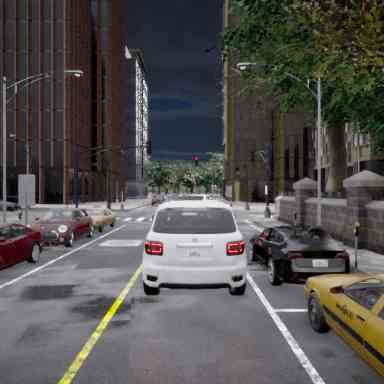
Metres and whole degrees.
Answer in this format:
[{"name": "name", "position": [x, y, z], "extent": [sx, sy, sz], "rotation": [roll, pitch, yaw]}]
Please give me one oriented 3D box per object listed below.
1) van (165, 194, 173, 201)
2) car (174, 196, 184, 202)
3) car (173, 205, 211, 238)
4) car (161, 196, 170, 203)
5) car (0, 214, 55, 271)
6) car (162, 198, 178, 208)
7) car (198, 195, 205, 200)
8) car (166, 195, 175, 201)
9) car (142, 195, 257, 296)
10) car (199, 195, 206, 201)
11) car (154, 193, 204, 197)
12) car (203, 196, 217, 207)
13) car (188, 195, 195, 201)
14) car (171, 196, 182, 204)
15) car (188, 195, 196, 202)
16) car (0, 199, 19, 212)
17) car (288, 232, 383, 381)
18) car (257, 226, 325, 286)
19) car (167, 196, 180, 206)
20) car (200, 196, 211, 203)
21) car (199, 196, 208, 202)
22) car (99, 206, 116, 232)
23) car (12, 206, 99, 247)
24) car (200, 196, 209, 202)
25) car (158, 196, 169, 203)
[{"name": "van", "position": [-5.812, 1.372, 84.731], "extent": [1.690, 1.788, 3.998], "rotation": [0, 0, 0]}, {"name": "car", "position": [-3.044, 1.559, 77.315], "extent": [2.033, 1.411, 5.357], "rotation": [0, 0, 0]}, {"name": "car", "position": [0.013, 1.527, 18.464], "extent": [1.812, 1.442, 4.674], "rotation": [0, 0, 1]}, {"name": "car", "position": [-5.805, 1.549, 73.686], "extent": [1.752, 1.417, 4.829], "rotation": [0, 0, 0]}, {"name": "car", "position": [-5.770, 1.545, 9.221], "extent": [1.887, 1.381, 4.507], "rotation": [0, 0, 0]}, {"name": "car", "position": [-3.123, 1.574, 48.106], "extent": [1.994, 1.385, 4.181], "rotation": [0, 0, 0]}, {"name": "car", "position": [2.707, 1.565, 95.781], "extent": [1.752, 1.417, 4.829], "rotation": [0, 0, 0]}, {"name": "car", "position": [-5.815, 1.585, 90.169], "extent": [2.008, 1.369, 4.403], "rotation": [0, 0, 0]}, {"name": "car", "position": [0.061, 1.222, 8.819], "extent": [2.150, 2.045, 5.566], "rotation": [0, 0, 0]}, {"name": "car", "position": [2.714, 1.556, 84.906], "extent": [1.752, 1.417, 4.829], "rotation": [0, 0, 0]}, {"name": "car", "position": [-0.783, 1.236, 34.826], "extent": [5.566, 2.045, 2.150], "rotation": [1, 0, 0]}, {"name": "car", "position": [2.732, 1.452, 52.111], "extent": [1.967, 1.590, 4.097], "rotation": [0, 0, 0]}, {"name": "car", "position": [-0.050, 1.534, 88.581], "extent": [1.837, 1.490, 4.892], "rotation": [0, 0, 0]}, {"name": "car", "position": [-3.060, 1.583, 66.976], "extent": [1.994, 1.385, 4.181], "rotation": [0, 0, 1]}, {"name": "car", "position": [-0.045, 1.551, 78.675], "extent": [1.812, 1.442, 4.674], "rotation": [0, 0, 0]}, {"name": "car", "position": [-19.189, 1.203, 31.530], "extent": [5.357, 1.411, 2.033], "rotation": [1, 0, -5]}, {"name": "car", "position": [2.759, 1.525, 3.941], "extent": [1.752, 1.417, 4.829], "rotation": [0, 0, 0]}, {"name": "car", "position": [2.756, 1.566, 9.228], "extent": [1.947, 1.339, 4.313], "rotation": [0, 0, 0]}, {"name": "car", "position": [-3.117, 1.492, 57.132], "extent": [1.882, 1.535, 5.008], "rotation": [0, 0, 0]}, {"name": "car", "position": [2.723, 1.571, 68.423], "extent": [2.008, 1.369, 4.403], "rotation": [0, 0, 0]}, {"name": "car", "position": [2.717, 1.572, 79.298], "extent": [1.887, 1.381, 4.507], "rotation": [0, 0, 0]}, {"name": "car", "position": [-5.776, 1.527, 19.965], "extent": [1.752, 1.417, 4.829], "rotation": [0, 0, 0]}, {"name": "car", "position": [-5.773, 1.441, 14.679], "extent": [1.967, 1.590, 4.097], "rotation": [0, 0, 0]}, {"name": "car", "position": [2.720, 1.568, 73.861], "extent": [1.887, 1.381, 4.507], "rotation": [0, 0, 0]}, {"name": "car", "position": [-5.802, 1.602, 68.418], "extent": [1.802, 1.307, 4.206], "rotation": [0, 0, 0]}]
